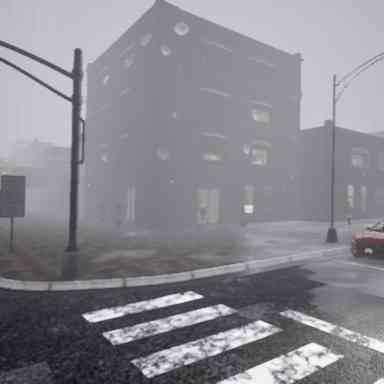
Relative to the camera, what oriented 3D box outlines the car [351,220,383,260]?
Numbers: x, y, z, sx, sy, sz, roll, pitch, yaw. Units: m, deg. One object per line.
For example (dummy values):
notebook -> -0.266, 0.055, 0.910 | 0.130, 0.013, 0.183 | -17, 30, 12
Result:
car -> 7.517, 1.655, 11.994 | 4.507, 1.381, 1.887 | 1, 1, -35
